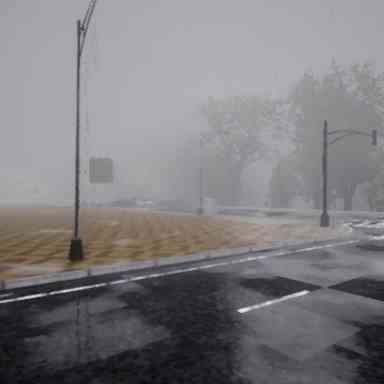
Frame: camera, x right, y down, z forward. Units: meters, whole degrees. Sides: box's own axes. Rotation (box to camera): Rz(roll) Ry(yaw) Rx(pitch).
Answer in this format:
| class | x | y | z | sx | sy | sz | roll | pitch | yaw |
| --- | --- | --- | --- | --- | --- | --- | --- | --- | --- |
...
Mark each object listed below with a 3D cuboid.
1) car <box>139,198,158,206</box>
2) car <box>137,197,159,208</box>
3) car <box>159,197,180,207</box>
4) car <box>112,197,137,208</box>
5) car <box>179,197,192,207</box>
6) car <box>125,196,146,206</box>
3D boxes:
| class | x | y | z | sx | sy | sz | roll | pitch | yaw |
| --- | --- | --- | --- | --- | --- | --- | --- | --- | --- |
| car | -8.775 | 1.923 | 66.697 | 1.837 | 1.490 | 4.892 | 1 | -1 | -36 |
| car | -7.620 | 1.773 | 53.894 | 1.812 | 1.442 | 4.674 | 1 | -1 | -35 |
| car | -4.468 | 1.876 | 55.224 | 1.895 | 1.301 | 4.718 | 1 | -1 | -35 |
| car | -11.002 | 1.826 | 53.051 | 1.895 | 1.301 | 4.718 | 1 | -1 | -35 |
| car | -2.050 | 1.666 | 57.441 | 2.097 | 1.767 | 4.553 | 1 | -1 | -35 |
| car | -10.906 | 1.726 | 64.099 | 2.097 | 1.767 | 4.553 | 1 | -1 | -36 |
